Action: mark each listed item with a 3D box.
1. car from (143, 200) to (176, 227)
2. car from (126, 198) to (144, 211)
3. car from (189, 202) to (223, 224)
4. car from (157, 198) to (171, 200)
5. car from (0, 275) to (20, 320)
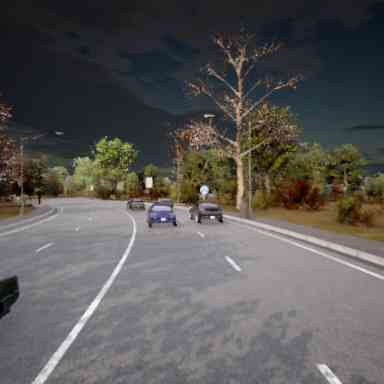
[{"bbox_3d":[-2.177,1.533,22.959,1.812,1.442,4.674,0,0,-10],"label":"car"},{"bbox_3d":[-7.243,1.525,42.351,2.128,1.511,4.902,-1,0,-19],"label":"car"},{"bbox_3d":[0.963,1.488,25.079,1.837,1.490,4.892,0,0,-11],"label":"car"},{"bbox_3d":[-3.657,1.504,42.675,1.837,1.490,4.892,0,0,-18],"label":"car"},{"bbox_3d":[-3.746,1.615,3.364,1.895,1.301,4.718,0,0,-2],"label":"car"}]
